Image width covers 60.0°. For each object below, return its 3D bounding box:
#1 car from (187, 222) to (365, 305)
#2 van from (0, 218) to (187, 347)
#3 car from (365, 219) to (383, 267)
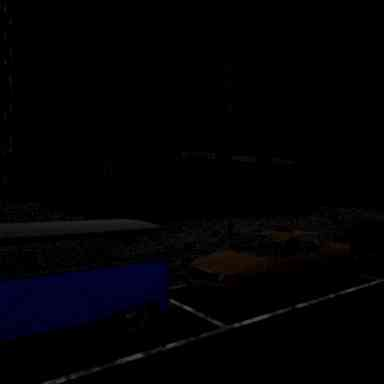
[{"bbox_3d":[2.039,1.547,8.099,4.829,1.417,1.752,0,0,-35],"label":"car"},{"bbox_3d":[-2.252,1.344,5.044,3.998,1.788,1.690,0,0,-35],"label":"van"},{"bbox_3d":[6.606,1.607,11.351,4.313,1.339,1.947,0,0,-35],"label":"car"}]
